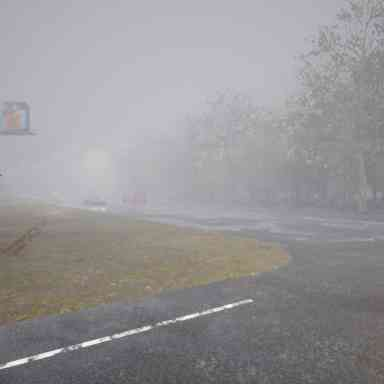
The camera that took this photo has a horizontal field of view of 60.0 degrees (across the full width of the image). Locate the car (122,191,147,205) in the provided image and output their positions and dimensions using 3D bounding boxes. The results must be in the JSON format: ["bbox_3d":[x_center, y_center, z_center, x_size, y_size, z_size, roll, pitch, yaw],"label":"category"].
[{"bbox_3d":[-8.959,0.936,51.481,2.150,2.045,5.566,0,0,-34],"label":"car"}]

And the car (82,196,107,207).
[{"bbox_3d":[-13.439,1.272,45.513,2.033,1.411,5.357,0,0,-35],"label":"car"}]
